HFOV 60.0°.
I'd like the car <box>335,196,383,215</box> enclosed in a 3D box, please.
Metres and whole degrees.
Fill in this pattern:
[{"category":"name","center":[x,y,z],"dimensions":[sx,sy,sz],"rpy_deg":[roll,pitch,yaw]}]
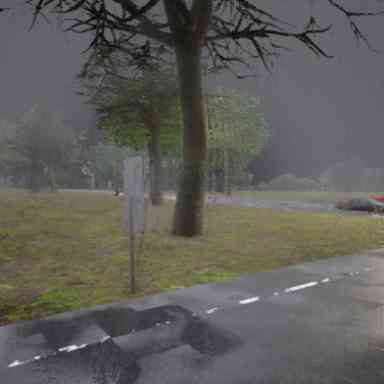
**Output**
[{"category":"car","center":[16.393,1.289,31.518],"dimensions":[2.033,1.411,5.357],"rpy_deg":[-1,2,-35]}]

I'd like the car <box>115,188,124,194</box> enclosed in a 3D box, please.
[{"category":"car","center":[-17.880,-0.304,84.153],"dimensions":[1.895,1.301,4.718],"rpy_deg":[-1,2,-28]}]
